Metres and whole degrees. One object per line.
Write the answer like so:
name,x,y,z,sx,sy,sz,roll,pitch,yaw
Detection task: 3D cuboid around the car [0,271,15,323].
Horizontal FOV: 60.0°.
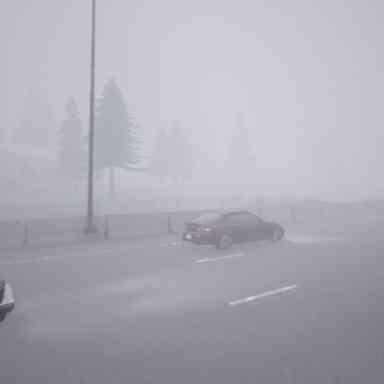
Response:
car,-5.057,1.612,4.429,4.718,1.301,1.895,-1,0,-36

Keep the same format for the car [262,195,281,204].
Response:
car,10.315,1.125,37.118,4.181,1.385,1.994,-2,1,-35

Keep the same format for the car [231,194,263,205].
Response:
car,7.499,1.073,39.413,4.902,1.511,2.128,-1,1,-35

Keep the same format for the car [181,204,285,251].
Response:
car,1.749,1.433,13.587,4.674,1.442,1.812,-1,1,-35

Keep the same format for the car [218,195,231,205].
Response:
car,5.471,1.086,42.264,4.892,1.490,1.837,-1,1,-35

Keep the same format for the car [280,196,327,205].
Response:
car,11.511,1.185,33.680,4.718,1.301,1.895,-1,1,-35
